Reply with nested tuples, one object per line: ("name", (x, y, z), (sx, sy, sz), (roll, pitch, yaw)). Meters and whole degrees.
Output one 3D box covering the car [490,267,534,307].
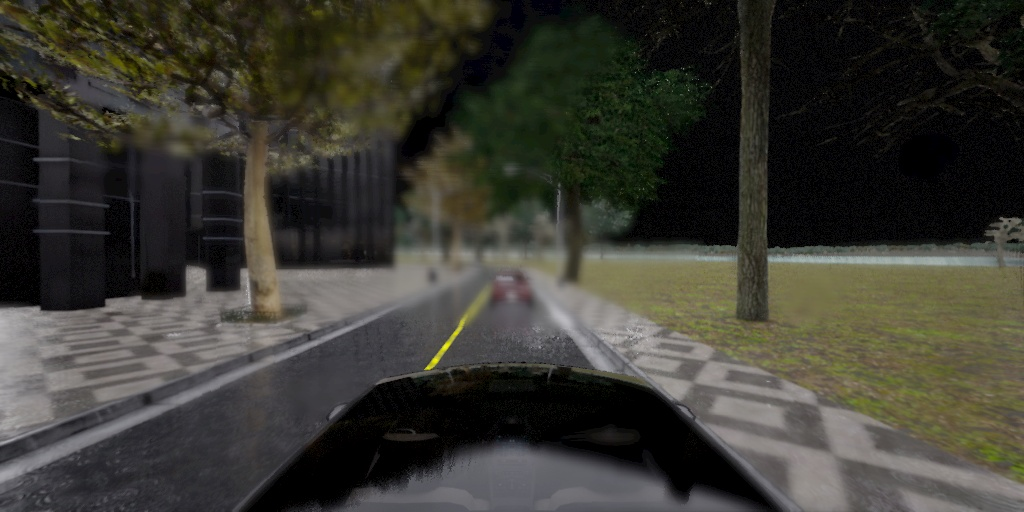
("car", (-0.004, 1.411, 16.234), (1.812, 1.442, 4.674), (0, 0, 0))
